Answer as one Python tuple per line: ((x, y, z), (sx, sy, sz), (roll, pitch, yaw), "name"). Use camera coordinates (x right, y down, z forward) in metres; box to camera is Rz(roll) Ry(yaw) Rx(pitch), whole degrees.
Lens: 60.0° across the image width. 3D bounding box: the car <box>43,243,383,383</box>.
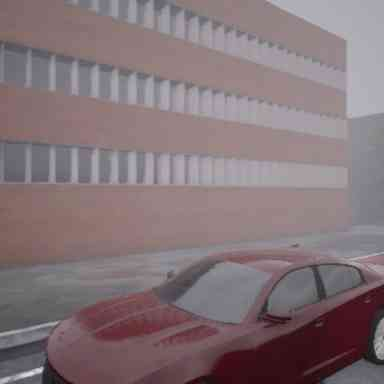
((0.808, 1.495, 4.269), (5.008, 1.535, 1.882), (0, 0, -36), "car")
